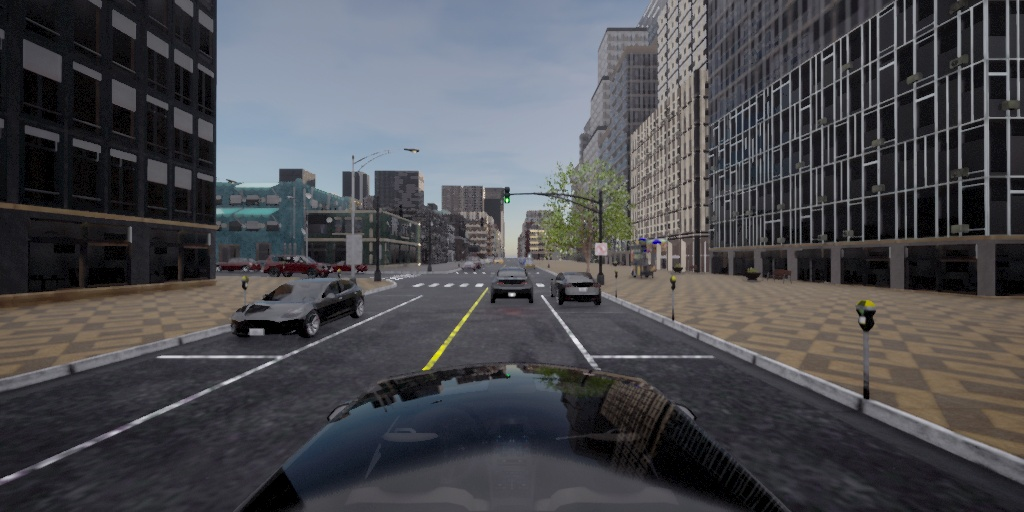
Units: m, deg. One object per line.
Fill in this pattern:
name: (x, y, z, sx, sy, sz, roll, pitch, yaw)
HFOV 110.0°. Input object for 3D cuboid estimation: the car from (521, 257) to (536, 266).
car: (2.691, 1.280, 53.903, 1.751, 1.417, 4.829, 0, 0, 0)

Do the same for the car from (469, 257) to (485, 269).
car: (-5.690, 1.069, 53.730, 2.192, 1.841, 5.009, 0, 0, 0)

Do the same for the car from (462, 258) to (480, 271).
car: (-5.689, 1.335, 48.179, 1.802, 1.307, 4.207, 0, 0, 0)

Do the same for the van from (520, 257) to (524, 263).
van: (2.691, 1.096, 59.284, 1.690, 1.789, 3.998, 0, 0, 0)

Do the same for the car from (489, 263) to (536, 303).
car: (0.001, 1.268, 16.499, 1.837, 1.490, 4.892, 0, 0, 0)

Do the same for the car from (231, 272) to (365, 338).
car: (-5.689, 1.315, 10.164, 1.948, 1.339, 4.313, 0, 0, 0)

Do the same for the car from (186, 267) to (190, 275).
car: (-28.250, 0.980, 28.635, 4.207, 1.307, 1.802, 0, 0, -1)

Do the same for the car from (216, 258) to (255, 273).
car: (-28.369, 0.879, 37.015, 4.097, 1.591, 1.967, 0, 0, -1)

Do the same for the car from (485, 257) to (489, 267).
car: (-5.689, 1.306, 64.833, 2.007, 1.370, 4.403, 0, 0, 0)

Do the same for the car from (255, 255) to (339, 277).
car: (-17.159, 0.850, 28.791, 5.009, 1.841, 2.192, 0, 0, -1)

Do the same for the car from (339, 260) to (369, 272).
car: (-17.277, 1.122, 37.171, 4.507, 1.381, 1.888, 0, 0, -1)

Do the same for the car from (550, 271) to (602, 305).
car: (2.691, 1.316, 15.704, 1.948, 1.339, 4.313, 0, 0, 0)
